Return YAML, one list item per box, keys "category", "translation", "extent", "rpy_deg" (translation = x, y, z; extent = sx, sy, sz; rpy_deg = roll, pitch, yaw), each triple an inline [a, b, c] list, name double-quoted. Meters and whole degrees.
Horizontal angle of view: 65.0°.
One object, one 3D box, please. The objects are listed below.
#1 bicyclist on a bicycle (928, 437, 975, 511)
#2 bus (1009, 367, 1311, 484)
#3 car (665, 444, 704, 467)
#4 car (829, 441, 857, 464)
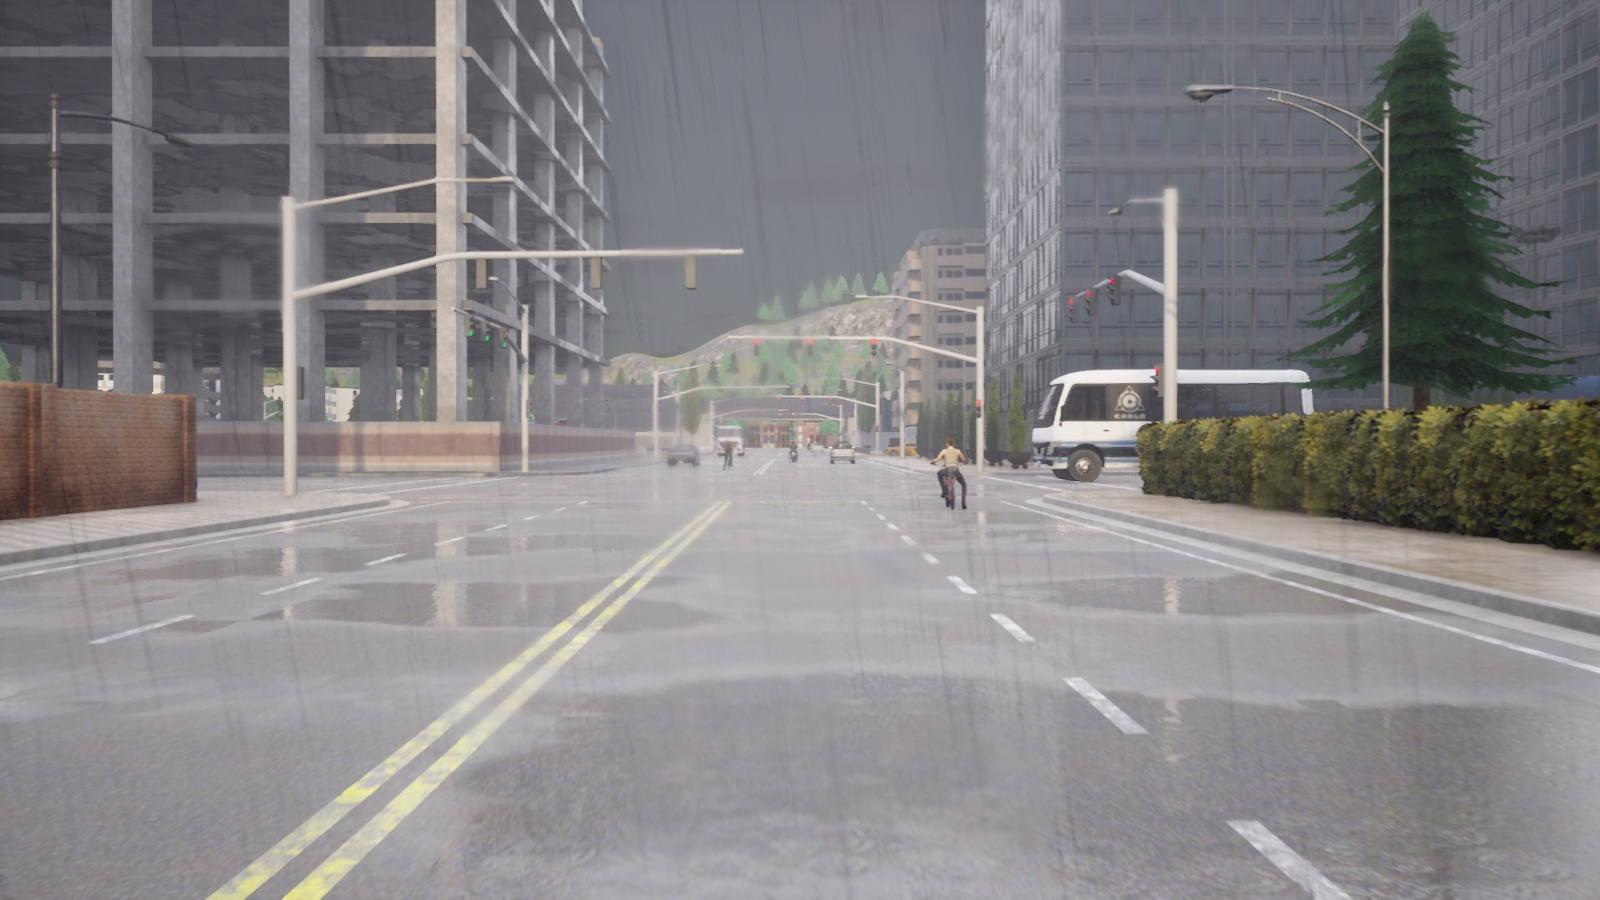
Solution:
- category: "bicyclist on a bicycle"
  translation: [3.376, 0.527, 28.072]
  extent: [0.866, 1.612, 1.509]
  rpy_deg: [0, 0, 0]
- category: "bus"
  translation: [13.431, -0.890, 47.645]
  extent: [10.273, 4.253, 3.944]
  rpy_deg: [0, 0, -1]
- category: "car"
  translation: [-7.367, 0.335, 80.514]
  extent: [2.033, 1.411, 5.357]
  rpy_deg: [0, 0, 0]
- category: "car"
  translation: [3.086, 0.136, 90.525]
  extent: [1.851, 1.617, 3.988]
  rpy_deg: [0, 0, 0]
